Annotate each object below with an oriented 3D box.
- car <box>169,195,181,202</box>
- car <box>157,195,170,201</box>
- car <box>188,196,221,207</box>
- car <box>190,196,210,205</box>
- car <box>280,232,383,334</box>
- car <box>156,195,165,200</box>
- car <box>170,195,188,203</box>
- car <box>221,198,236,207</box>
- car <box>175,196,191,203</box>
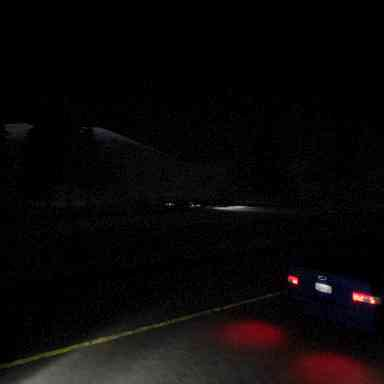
[{"bbox_3d":[-4.127,1.525,79.615,2.128,1.511,4.902,0,0,-10],"label":"car"},{"bbox_3d":[-4.959,1.491,67.631,2.128,1.511,4.902,0,0,-17],"label":"car"},{"bbox_3d":[1.840,1.491,51.322,2.128,1.511,4.902,0,0,-27],"label":"car"},{"bbox_3d":[1.380,1.526,60.451,1.812,1.442,4.674,0,0,-22],"label":"car"},{"bbox_3d":[4.099,1.547,6.659,5.357,1.411,2.033,0,0,-35],"label":"car"},{"bbox_3d":[-8.568,1.463,90.458,2.033,1.411,5.357,0,0,-3],"label":"car"},{"bbox_3d":[-1.957,1.564,59.387,1.994,1.385,4.181,0,0,-21],"label":"car"},{"bbox_3d":[5.148,1.564,52.574,1.994,1.385,4.181,0,0,-29],"label":"car"},{"bbox_3d":[-1.886,1.547,69.458,2.033,1.411,5.357,0,0,-18],"label":"car"}]
